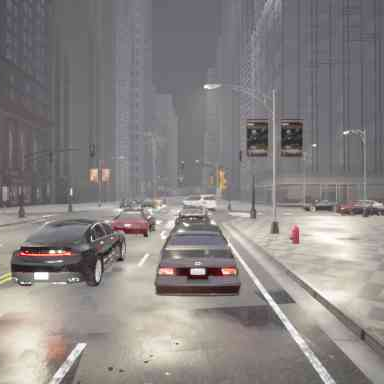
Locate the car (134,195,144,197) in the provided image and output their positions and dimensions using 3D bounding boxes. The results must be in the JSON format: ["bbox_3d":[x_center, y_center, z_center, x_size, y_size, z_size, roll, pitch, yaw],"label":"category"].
[{"bbox_3d":[-9.778,1.522,60.783,2.150,2.045,5.566,0,0,0],"label":"car"}]

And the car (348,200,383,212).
[{"bbox_3d":[20.850,1.643,38.863,4.313,1.339,1.947,0,0,-1],"label":"car"}]

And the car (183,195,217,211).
[{"bbox_3d":[0.833,1.388,40.555,2.150,2.045,5.566,-2,1,-32],"label":"car"}]

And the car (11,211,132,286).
[{"bbox_3d":[-3.144,1.516,9.381,1.837,1.490,4.892,0,0,0],"label":"car"}]

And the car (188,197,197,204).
[{"bbox_3d":[0.086,1.875,73.055,1.882,1.535,5.008,0,0,0],"label":"car"}]

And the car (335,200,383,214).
[{"bbox_3d":[18.285,1.579,36.067,4.674,1.442,1.812,0,-1,-1],"label":"car"}]

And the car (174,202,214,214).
[{"bbox_3d":[0.059,1.543,18.534,1.837,1.490,4.892,0,0,1],"label":"car"}]

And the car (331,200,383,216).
[{"bbox_3d":[15.335,1.577,30.256,4.206,1.307,1.802,0,0,-1],"label":"car"}]

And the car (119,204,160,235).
[{"bbox_3d":[-3.138,1.601,18.282,1.994,1.385,4.181,0,0,0],"label":"car"}]

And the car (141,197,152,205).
[{"bbox_3d":[-9.704,1.905,71.129,1.812,1.442,4.674,0,0,0],"label":"car"}]

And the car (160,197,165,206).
[{"bbox_3d":[-6.531,1.648,60.157,2.097,1.767,4.553,0,0,0],"label":"car"}]

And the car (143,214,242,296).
[{"bbox_3d":[0.112,1.557,8.796,2.033,1.411,5.357,0,0,0],"label":"car"}]

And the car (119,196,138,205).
[{"bbox_3d":[-9.842,1.734,50.763,1.837,1.490,4.892,0,0,-2],"label":"car"}]

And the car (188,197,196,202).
[{"bbox_3d":[0.059,2.102,91.255,1.994,1.385,4.181,0,0,0],"label":"car"}]

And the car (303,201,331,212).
[{"bbox_3d":[15.211,1.663,38.779,4.313,1.339,1.947,0,0,-1],"label":"car"}]

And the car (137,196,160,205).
[{"bbox_3d":[-6.561,1.778,50.875,2.033,1.411,5.357,0,0,0],"label":"car"}]
